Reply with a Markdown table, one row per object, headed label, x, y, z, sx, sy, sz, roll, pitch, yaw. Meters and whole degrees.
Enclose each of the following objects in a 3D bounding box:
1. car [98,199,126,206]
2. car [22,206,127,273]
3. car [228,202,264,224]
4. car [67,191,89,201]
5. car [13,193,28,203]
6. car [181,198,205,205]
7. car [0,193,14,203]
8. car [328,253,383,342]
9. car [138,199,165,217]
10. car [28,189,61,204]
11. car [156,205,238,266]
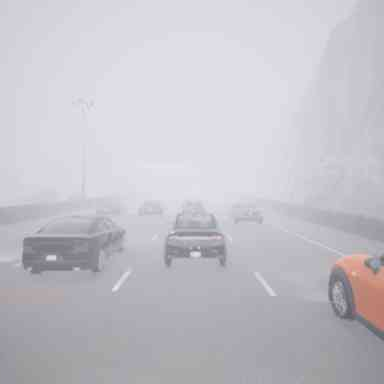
| label | x | y | z | sx | sy | sz | roll | pitch | yaw |
| --- | --- | --- | --- | --- | --- | --- | --- | --- | --- |
| car | -6.905 | 1.325 | 28.797 | 1.994 | 1.385 | 4.181 | 0 | 1 | 0 |
| car | -3.402 | 1.426 | 10.517 | 1.882 | 1.535 | 5.008 | 0 | 0 | 0 |
| car | 3.597 | 1.378 | 22.980 | 2.033 | 1.411 | 5.357 | 0 | 1 | 0 |
| car | -17.566 | 0.712 | 51.465 | 2.097 | 1.767 | 4.553 | 0 | 1 | 0 |
| car | -24.550 | 0.918 | 51.007 | 2.033 | 1.411 | 5.357 | 0 | 1 | 1 |
| car | 0.096 | 1.259 | 28.207 | 2.128 | 1.511 | 4.902 | 0 | 1 | 0 |
| car | -28.052 | 0.848 | 51.032 | 1.882 | 1.535 | 5.008 | 0 | 1 | 1 |
| car | 3.595 | 1.334 | 4.397 | 2.097 | 1.767 | 4.553 | 0 | 0 | 0 |
| car | -3.404 | 1.326 | 28.699 | 1.994 | 1.385 | 4.181 | 0 | 1 | 0 |
| car | -21.075 | 0.647 | 48.384 | 2.150 | 2.045 | 5.566 | 0 | 1 | 0 |
| car | 0.098 | 1.434 | 11.276 | 2.128 | 1.511 | 4.902 | 0 | 0 | 0 |
